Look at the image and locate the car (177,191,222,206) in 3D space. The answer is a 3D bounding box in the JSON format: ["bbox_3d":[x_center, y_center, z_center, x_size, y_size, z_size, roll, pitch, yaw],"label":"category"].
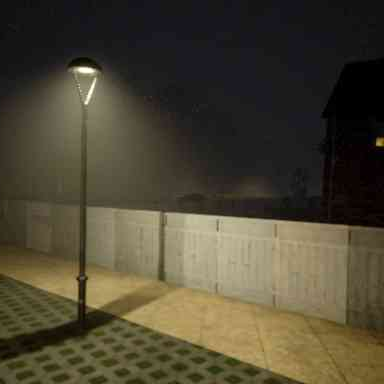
[{"bbox_3d":[0.612,0.949,35.554,1.882,1.535,5.008,5,4,42],"label":"car"}]

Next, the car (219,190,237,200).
[{"bbox_3d":[4.754,0.436,50.000,1.882,1.535,5.008,5,4,42],"label":"car"}]
